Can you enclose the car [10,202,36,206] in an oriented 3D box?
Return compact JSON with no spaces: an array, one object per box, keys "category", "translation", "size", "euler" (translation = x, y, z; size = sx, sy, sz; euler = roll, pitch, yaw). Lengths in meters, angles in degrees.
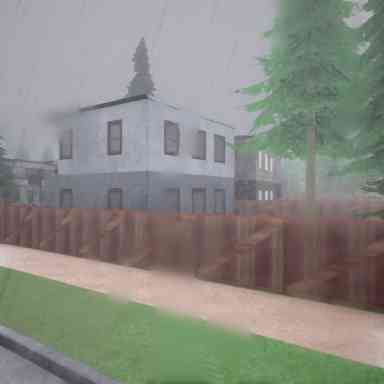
[{"category":"car","translation":[-15.351,1.582,29.329],"size":[1.895,1.301,4.718],"euler":[0,0,28]}]
